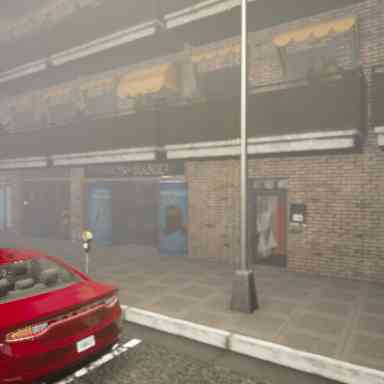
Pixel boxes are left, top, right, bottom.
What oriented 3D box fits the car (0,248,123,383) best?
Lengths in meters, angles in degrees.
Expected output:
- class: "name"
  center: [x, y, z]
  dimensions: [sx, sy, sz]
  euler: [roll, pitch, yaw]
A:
- class: "car"
  center: [-3.031, 1.507, 4.826]
  dimensions: [4.507, 1.381, 1.887]
  euler: [0, 1, 33]
